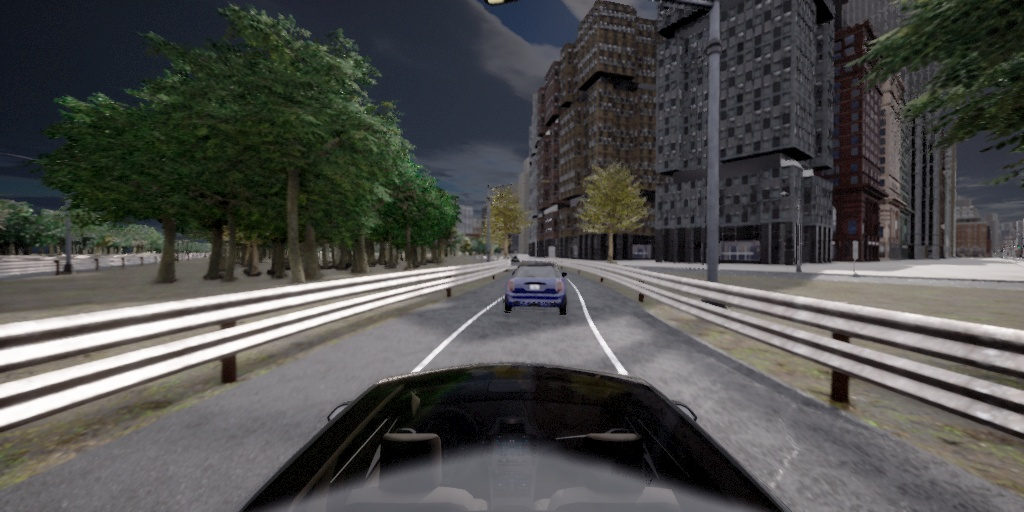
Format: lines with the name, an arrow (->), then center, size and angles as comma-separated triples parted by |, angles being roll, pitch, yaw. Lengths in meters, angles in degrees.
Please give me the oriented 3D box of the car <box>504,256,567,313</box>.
car -> 1.007, 1.009, 13.661 | 2.097, 1.767, 4.553 | 0, 0, 7
